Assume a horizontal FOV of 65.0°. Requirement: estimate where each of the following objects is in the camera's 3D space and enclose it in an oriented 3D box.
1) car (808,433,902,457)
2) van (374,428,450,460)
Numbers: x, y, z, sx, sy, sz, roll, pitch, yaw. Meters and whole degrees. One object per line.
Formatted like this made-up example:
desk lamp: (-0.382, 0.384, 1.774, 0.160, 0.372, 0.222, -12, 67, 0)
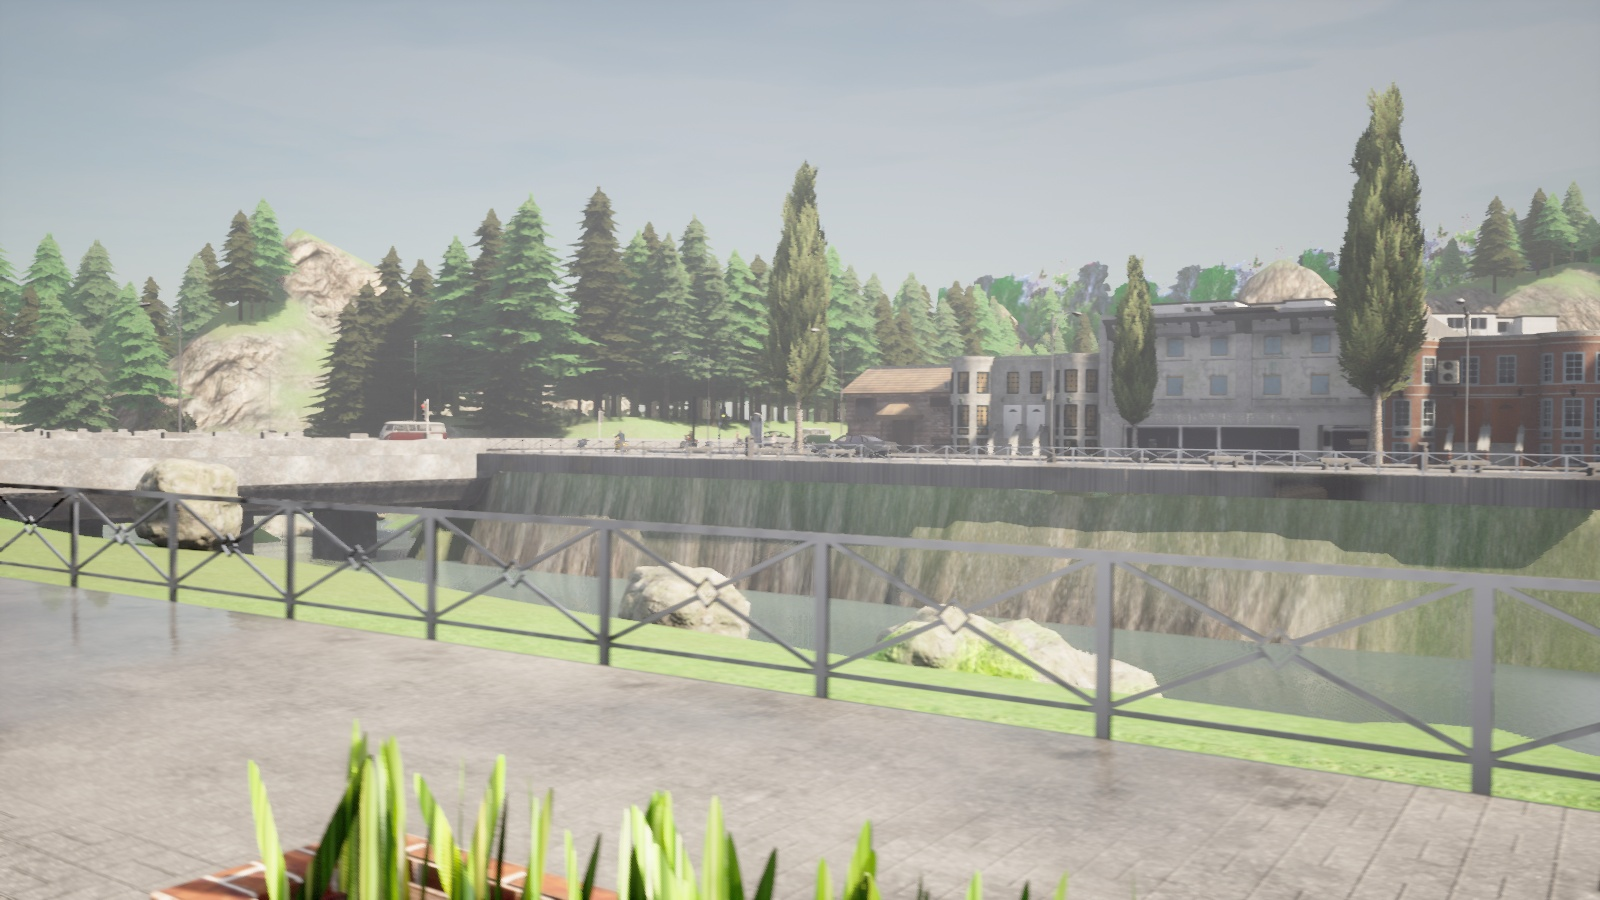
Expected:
car: (3.302, -0.289, 76.038, 5.357, 1.411, 2.033, 0, 1, 34)
van: (-25.394, -0.408, 82.202, 1.775, 1.987, 4.442, 0, 1, 43)
